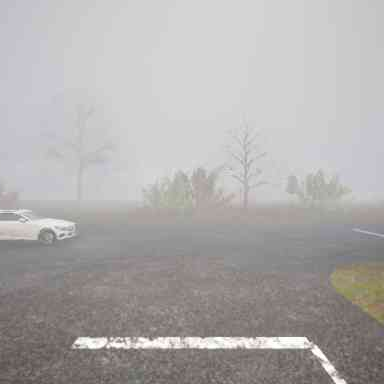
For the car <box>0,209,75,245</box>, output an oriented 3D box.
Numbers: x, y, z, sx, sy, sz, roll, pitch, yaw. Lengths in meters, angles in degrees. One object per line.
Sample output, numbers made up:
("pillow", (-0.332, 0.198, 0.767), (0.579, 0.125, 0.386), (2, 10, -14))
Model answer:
("car", (-7.632, 1.507, 14.758), (4.674, 1.442, 1.812), (0, 0, -1))
